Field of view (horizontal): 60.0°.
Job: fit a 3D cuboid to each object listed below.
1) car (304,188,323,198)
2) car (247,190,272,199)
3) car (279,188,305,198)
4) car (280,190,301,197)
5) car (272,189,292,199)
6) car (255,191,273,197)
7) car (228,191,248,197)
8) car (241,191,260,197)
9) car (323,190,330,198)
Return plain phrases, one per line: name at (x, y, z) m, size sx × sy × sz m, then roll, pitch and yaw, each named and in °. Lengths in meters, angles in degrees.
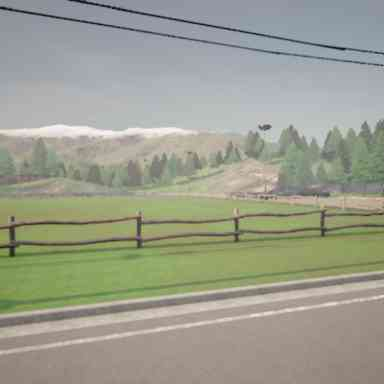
car at (23.123, 0.181, 67.288) m, size 2.150 × 2.045 × 5.566 m, roll -1°, pitch 1°, yaw -18°
car at (13.048, 0.646, 64.490) m, size 1.994 × 1.385 × 4.181 m, roll -1°, pitch 1°, yaw -18°
car at (19.701, 0.494, 66.504) m, size 2.128 × 1.511 × 4.902 m, roll -1°, pitch 1°, yaw -18°
car at (23.168, 0.301, 78.369) m, size 2.033 × 1.411 × 5.357 m, roll -1°, pitch 1°, yaw -18°
car at (16.599, 0.593, 64.860) m, size 2.033 × 1.411 × 5.357 m, roll -1°, pitch 1°, yaw -18°
car at (16.509, 0.447, 76.214) m, size 1.895 × 1.301 × 4.718 m, roll -1°, pitch 1°, yaw -18°
car at (9.868, 0.482, 74.000) m, size 2.033 × 1.411 × 5.357 m, roll -1°, pitch 1°, yaw -18°
car at (13.193, 0.438, 75.093) m, size 2.033 × 1.411 × 5.357 m, roll -1°, pitch 1°, yaw -18°
car at (26.349, 0.409, 68.694) m, size 1.837 × 1.490 × 4.892 m, roll -1°, pitch 1°, yaw -18°
